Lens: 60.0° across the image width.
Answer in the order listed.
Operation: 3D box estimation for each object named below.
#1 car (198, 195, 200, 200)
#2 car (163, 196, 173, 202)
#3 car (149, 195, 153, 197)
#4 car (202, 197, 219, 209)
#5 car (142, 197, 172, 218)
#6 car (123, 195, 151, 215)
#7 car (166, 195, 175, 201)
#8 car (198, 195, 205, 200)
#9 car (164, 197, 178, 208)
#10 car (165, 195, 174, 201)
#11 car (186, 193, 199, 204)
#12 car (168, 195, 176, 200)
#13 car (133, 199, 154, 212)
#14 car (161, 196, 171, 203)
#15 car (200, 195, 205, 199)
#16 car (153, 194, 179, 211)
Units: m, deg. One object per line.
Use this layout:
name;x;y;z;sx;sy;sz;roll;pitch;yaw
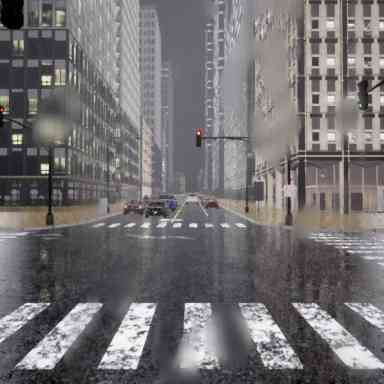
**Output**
car;2.687;1.590;61.656;1.947;1.339;4.313;1;0;0
car;-5.697;1.582;78.310;2.008;1.369;4.403;1;0;0
car;-5.683;1.332;44.859;2.192;1.841;5.009;1;0;0
car;2.691;1.599;44.923;1.802;1.307;4.206;1;0;0
car;-3.108;1.516;30.391;1.837;1.490;4.892;0;0;0
car;-5.683;1.453;33.709;1.967;1.590;4.097;1;0;0
car;-5.700;1.587;89.460;2.008;1.369;4.403;1;0;0
car;2.679;1.584;95.119;1.887;1.381;4.507;1;0;0
car;-3.101;1.524;50.827;1.837;1.490;4.892;0;0;0
car;-5.698;1.578;83.885;1.887;1.381;4.507;1;0;0
car;0.084;1.246;62.440;2.150;2.045;5.566;0;0;0
car;-5.702;1.605;95.035;1.947;1.339;4.313;1;0;0
car;-5.688;1.597;39.284;1.802;1.307;4.206;1;0;0
car;-5.695;1.573;72.735;1.887;1.381;4.507;1;0;0
car;2.690;1.547;56.249;1.752;1.417;4.829;1;0;0
car;-3.106;1.237;40.418;2.150;2.045;5.566;0;0;0
